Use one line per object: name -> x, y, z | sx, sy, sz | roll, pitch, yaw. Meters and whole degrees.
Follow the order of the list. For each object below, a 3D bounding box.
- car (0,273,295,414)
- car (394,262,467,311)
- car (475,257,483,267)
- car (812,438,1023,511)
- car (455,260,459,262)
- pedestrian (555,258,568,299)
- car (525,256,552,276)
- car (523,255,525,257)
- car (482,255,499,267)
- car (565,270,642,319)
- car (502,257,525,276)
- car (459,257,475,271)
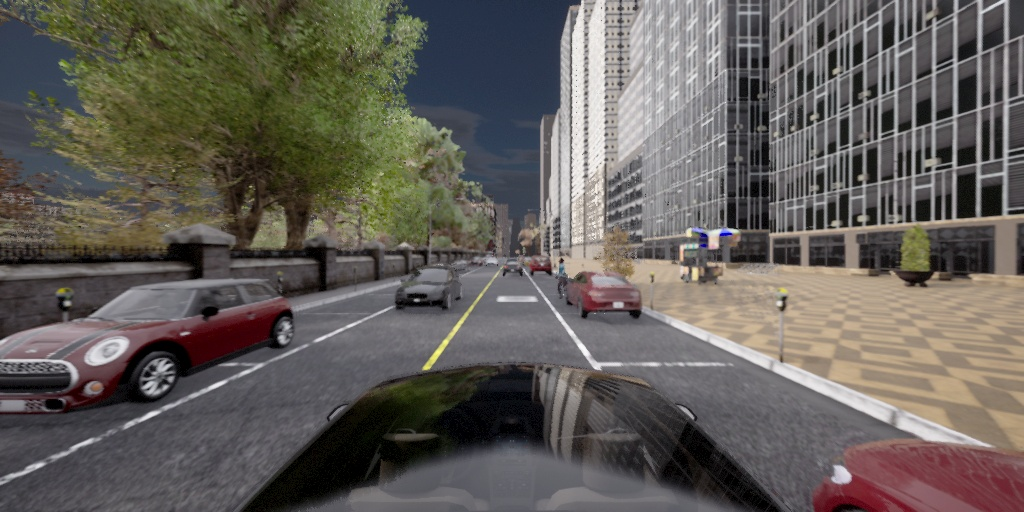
car -> -5.691, 1.161, 6.082 | 1.967, 1.591, 4.097 | 0, 0, 0
car -> -3.096, 1.176, 14.109 | 1.837, 1.490, 4.892 | 0, 0, 0
car -> -5.678, 0.851, 56.772 | 1.967, 1.591, 4.097 | 0, 0, 0
car -> 2.688, 1.341, 0.448 | 1.802, 1.307, 4.207 | 0, 0, 0
car -> -5.685, 1.164, 28.611 | 1.802, 1.307, 4.207 | 0, 0, 0
pedestrian -> 2.132, 0.959, 15.210 | 0.375, 1.860, 0.375 | 0, 0, -3
car -> 2.697, 0.863, 34.241 | 2.192, 1.841, 5.009 | 0, 0, 0
car -> 2.703, 0.937, 56.940 | 1.751, 1.417, 4.829 | 0, 0, 0
car -> -3.048, 0.947, 55.025 | 1.812, 1.442, 4.674 | 0, 0, 0
car -> 3.002, 1.208, 12.420 | 1.812, 1.442, 4.674 | 0, 0, 0
car -> 0.074, 1.076, 33.863 | 1.812, 1.442, 4.674 | 0, 0, 0
car -> -5.683, 1.064, 39.876 | 2.007, 1.370, 4.403 | 0, 0, 0
